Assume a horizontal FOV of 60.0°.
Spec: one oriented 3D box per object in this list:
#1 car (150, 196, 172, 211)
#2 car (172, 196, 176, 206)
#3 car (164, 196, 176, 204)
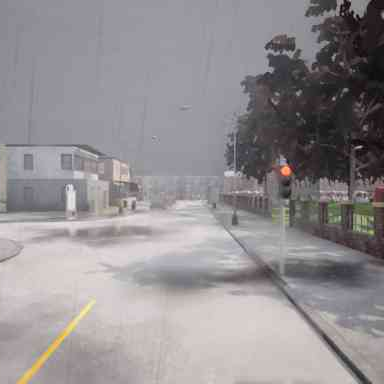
[{"bbox_3d":[-4.081,1.547,41.941,2.033,1.411,5.357,0,0,0],"label":"car"},{"bbox_3d":[-4.070,1.352,52.043,2.097,1.767,4.553,0,0,0],"label":"car"},{"bbox_3d":[-4.036,1.526,62.259,1.812,1.442,4.674,0,0,1],"label":"car"}]
